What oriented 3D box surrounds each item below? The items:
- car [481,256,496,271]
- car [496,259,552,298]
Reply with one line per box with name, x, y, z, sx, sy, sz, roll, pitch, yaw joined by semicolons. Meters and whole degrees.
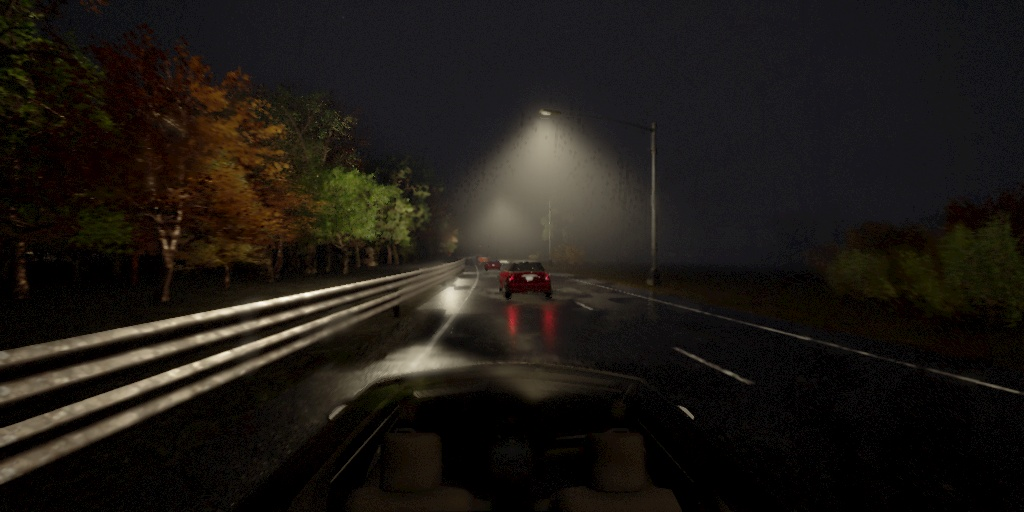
car;-2.345;0.991;43.018;1.994;1.385;4.181;0;0;-6
car;0.529;0.981;17.677;2.097;1.767;4.553;0;0;-6
